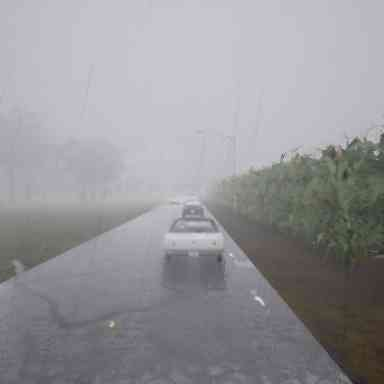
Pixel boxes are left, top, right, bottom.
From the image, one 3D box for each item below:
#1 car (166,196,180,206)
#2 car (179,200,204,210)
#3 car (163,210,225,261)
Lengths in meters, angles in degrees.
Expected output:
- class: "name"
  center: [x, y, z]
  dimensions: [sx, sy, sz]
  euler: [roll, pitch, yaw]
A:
- class: "car"
  center: [-2.835, 1.321, 50.912]
  dimensions: [1.882, 1.535, 5.008]
  euler: [0, 0, 0]
- class: "car"
  center: [0.070, 1.428, 29.507]
  dimensions: [1.812, 1.442, 4.674]
  euler: [0, 0, 0]
- class: "car"
  center: [0.061, 1.559, 12.127]
  dimensions: [1.895, 1.301, 4.718]
  euler: [0, 0, 0]
